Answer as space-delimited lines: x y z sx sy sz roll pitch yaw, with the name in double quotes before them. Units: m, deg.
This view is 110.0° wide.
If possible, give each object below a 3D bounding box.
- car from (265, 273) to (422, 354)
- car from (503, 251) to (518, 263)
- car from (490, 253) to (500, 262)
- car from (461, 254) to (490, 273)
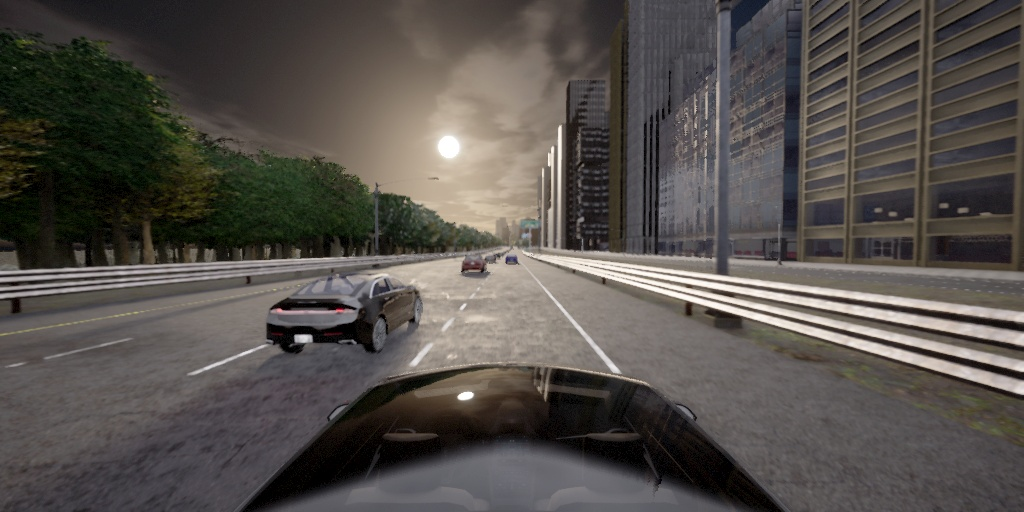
"car" -3.503 1.140 8.443 2.128 1.511 4.902 0 1 0
"car" -0.071 0.371 59.607 1.882 1.535 5.008 0 1 0
"car" -3.695 0.338 62.827 2.128 1.511 4.902 0 1 0
"car" -3.557 0.621 34.361 2.097 1.767 4.553 0 1 0
